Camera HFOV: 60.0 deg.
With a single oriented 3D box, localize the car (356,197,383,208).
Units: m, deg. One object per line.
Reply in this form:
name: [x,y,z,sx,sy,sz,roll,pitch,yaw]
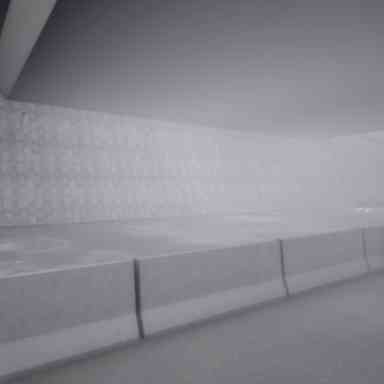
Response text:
car: [22.180,1.268,41.230,4.181,1.385,1.994,-1,0,-35]
